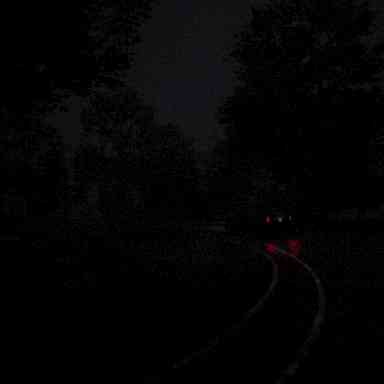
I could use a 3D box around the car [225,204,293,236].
[{"bbox_3d":[3.903,1.590,20.215,2.097,1.767,4.553,0,-1,-27],"label":"car"}]
